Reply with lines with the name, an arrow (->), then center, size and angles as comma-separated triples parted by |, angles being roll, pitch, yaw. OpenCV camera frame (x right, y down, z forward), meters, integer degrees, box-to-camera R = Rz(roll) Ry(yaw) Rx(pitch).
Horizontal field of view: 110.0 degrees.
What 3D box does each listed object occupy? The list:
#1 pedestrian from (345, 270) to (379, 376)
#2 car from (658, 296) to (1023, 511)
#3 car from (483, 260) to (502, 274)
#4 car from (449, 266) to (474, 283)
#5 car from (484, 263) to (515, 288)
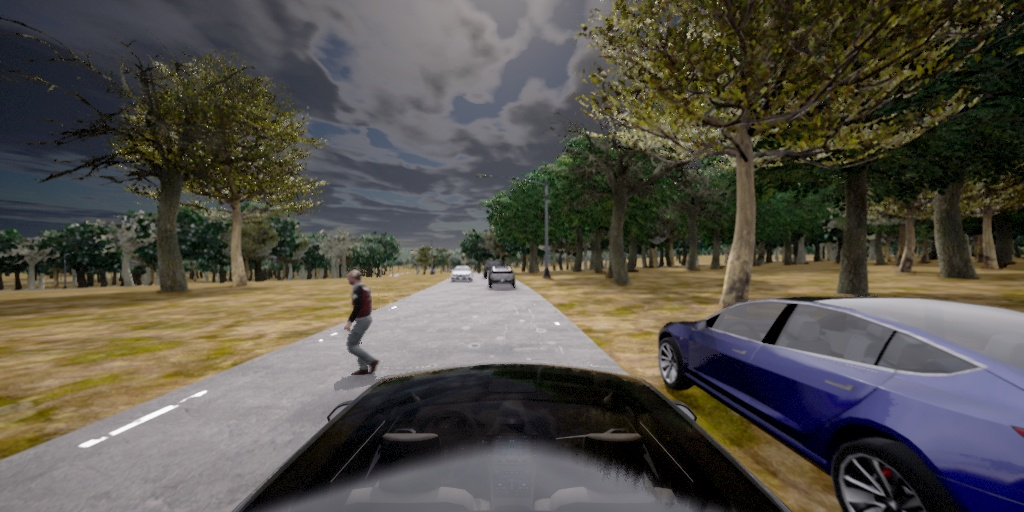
pedestrian -> -2.530, 1.058, 5.985 | 0.375, 1.860, 0.375 | -1, 1, -6
car -> 3.245, 1.112, 3.666 | 2.163, 1.488, 4.792 | 0, 0, -1
car -> -2.181, 1.475, 41.723 | 2.150, 2.045, 5.566 | 0, -1, -6
car -> -4.511, 1.619, 32.646 | 1.812, 1.442, 4.674 | 0, -1, -5
car -> -0.813, 1.475, 26.399 | 2.128, 1.511, 4.902 | 0, -1, -4
